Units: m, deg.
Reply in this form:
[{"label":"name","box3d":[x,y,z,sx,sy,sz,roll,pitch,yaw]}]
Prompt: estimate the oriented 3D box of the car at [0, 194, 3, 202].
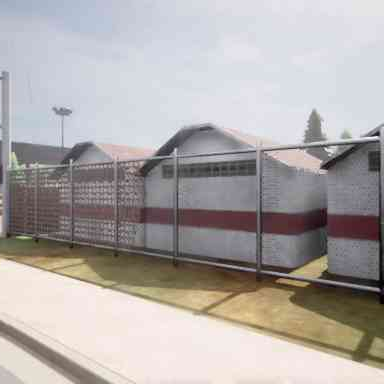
[{"label":"car","box3d":[-22.536,1.263,39.993,2.150,2.045,5.566,0,0,37]}]
